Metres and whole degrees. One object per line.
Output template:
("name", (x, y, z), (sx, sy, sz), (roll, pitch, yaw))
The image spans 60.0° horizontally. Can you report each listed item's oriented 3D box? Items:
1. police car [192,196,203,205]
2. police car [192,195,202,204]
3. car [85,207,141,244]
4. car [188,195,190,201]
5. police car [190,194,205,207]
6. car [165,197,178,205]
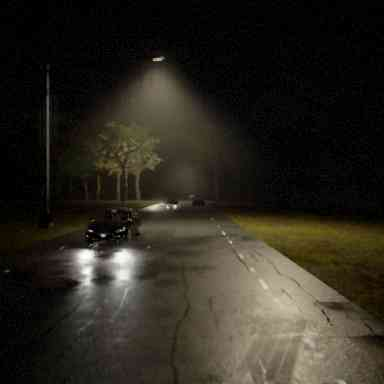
("police car", (1.016, 1.522, 62.197), (1.930, 1.638, 5.238), (0, 0, 0))
("police car", (1.013, 1.528, 68.196), (1.930, 1.638, 5.238), (0, 0, 0))
("car", (-3.609, 1.521, 15.937), (1.837, 1.490, 4.892), (0, 0, 0))
("car", (-0.047, 1.541, 86.174), (2.128, 1.511, 4.902), (0, 0, 0))
("police car", (1.022, 1.505, 52.197), (1.930, 1.638, 5.238), (0, 0, 0))
("car", (-3.579, 1.654, 58.861), (1.994, 1.385, 4.181), (0, 0, 0))
